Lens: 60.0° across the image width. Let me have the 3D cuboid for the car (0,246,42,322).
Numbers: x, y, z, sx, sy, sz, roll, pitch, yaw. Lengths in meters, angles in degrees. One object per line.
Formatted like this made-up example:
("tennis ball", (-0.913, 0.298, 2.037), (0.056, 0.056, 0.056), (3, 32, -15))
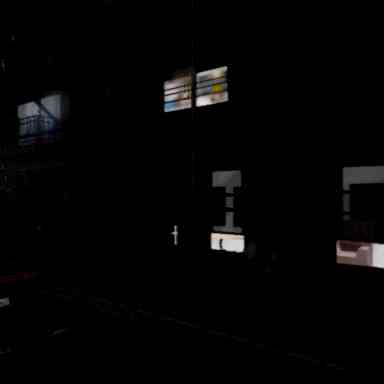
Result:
("car", (-4.684, 1.533, 6.286), (4.507, 1.381, 1.887), (0, 0, 35))
